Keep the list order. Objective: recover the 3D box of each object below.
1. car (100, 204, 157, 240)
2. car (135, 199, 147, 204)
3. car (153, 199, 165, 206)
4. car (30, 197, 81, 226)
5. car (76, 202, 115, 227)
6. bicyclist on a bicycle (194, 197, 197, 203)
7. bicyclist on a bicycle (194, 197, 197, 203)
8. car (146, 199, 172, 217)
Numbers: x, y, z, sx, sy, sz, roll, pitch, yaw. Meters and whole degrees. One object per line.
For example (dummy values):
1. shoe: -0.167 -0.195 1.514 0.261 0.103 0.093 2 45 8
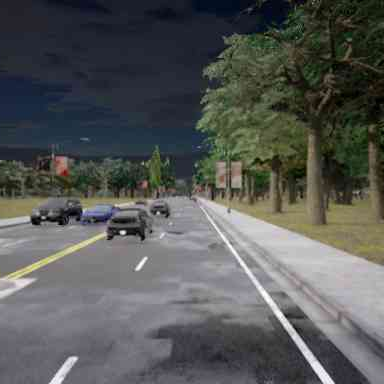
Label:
1. car: -3.148 1.610 17.579 1.837 1.490 4.892 0 0 0
2. car: -9.758 2.024 64.055 1.895 1.301 4.718 0 0 0
3. car: -6.494 2.038 66.640 1.895 1.301 4.718 0 0 0
4. car: -9.845 1.376 24.820 2.150 2.045 5.566 0 -1 0
5. car: -6.596 1.628 24.626 1.882 1.535 5.008 0 0 0
6. bicyclist on a bicycle: 0.907 1.990 79.351 0.582 1.620 1.656 0 -1 0
7. bicyclist on a bicycle: 0.902 2.041 88.348 0.866 1.612 1.509 0 0 0
8. car: -3.146 1.715 33.576 1.837 1.490 4.892 0 0 0
